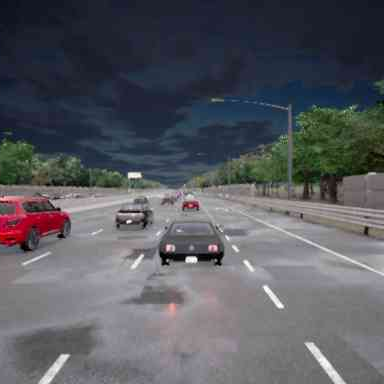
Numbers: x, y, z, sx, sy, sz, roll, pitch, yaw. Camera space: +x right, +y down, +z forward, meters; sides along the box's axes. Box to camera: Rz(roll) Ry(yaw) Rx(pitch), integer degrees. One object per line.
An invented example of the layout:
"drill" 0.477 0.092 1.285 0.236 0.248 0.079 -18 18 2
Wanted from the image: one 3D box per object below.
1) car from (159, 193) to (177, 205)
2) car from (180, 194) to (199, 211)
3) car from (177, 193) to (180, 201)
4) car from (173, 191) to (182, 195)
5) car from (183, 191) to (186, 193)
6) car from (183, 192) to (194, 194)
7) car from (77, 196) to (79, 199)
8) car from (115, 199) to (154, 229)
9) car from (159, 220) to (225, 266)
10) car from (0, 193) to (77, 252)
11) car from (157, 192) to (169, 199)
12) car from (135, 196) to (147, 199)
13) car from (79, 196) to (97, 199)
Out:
"car" -3.800 1.327 53.942 1.837 1.490 4.892 0 0 -1
"car" -0.162 1.362 39.567 1.882 1.535 5.008 0 0 0
"car" -4.014 1.333 70.757 1.895 1.301 4.718 0 0 -1
"car" -4.285 1.127 87.564 1.882 1.535 5.008 0 0 -1
"car" -0.729 0.890 84.398 2.150 2.045 5.566 0 0 -1
"car" -0.406 1.303 62.749 1.812 1.442 4.674 0 0 -1
"car" -21.384 1.361 60.271 1.994 1.385 4.181 0 0 0
"car" -3.548 1.460 21.159 2.128 1.511 4.902 0 0 0
"car" -0.013 1.611 11.592 1.895 1.301 4.718 0 0 0
"car" -7.020 1.227 14.000 2.150 2.045 5.566 0 0 0
"car" -7.743 1.258 85.181 1.895 1.301 4.718 0 0 -1
"car" -7.234 1.357 47.539 1.837 1.490 4.892 0 0 -1
"car" -17.874 1.351 59.311 2.033 1.411 5.357 0 0 0
